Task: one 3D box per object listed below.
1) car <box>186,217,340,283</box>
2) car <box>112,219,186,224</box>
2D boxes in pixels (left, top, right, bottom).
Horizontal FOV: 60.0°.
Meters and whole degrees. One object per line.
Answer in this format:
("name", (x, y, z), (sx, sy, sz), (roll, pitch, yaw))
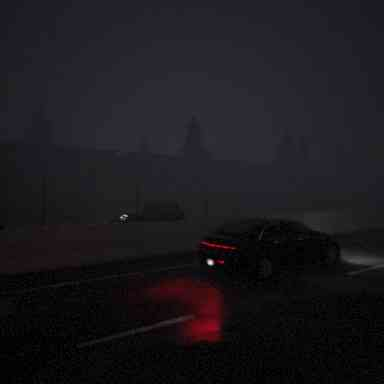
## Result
("car", (2.417, 1.511, 9.787), (4.892, 1.490, 1.837), (0, 0, -36))
("car", (-2.562, 1.359, 19.384), (4.553, 1.767, 2.097), (0, 0, -36))
